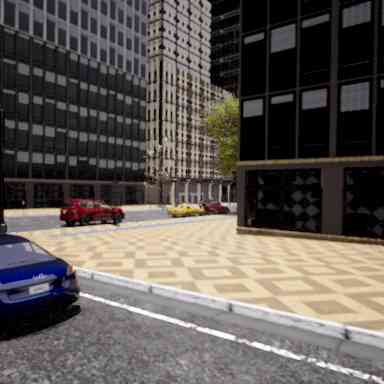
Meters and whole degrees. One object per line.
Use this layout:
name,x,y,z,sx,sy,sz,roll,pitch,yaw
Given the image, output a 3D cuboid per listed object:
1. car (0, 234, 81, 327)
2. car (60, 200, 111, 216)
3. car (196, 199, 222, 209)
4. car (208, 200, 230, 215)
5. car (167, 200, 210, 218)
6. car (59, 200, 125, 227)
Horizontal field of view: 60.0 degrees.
car,-4.149,1.555,6.646,4.181,1.385,1.994,0,0,35
car,-10.814,1.626,34.070,1.752,1.417,4.829,1,0,36
car,2.694,1.863,52.341,1.947,1.339,4.313,1,0,36
car,2.732,1.924,38.298,1.802,1.307,4.206,1,0,36
car,-0.519,1.819,33.899,1.752,1.417,4.829,1,0,36
car,-7.324,1.508,24.692,2.192,1.841,5.009,1,0,36
